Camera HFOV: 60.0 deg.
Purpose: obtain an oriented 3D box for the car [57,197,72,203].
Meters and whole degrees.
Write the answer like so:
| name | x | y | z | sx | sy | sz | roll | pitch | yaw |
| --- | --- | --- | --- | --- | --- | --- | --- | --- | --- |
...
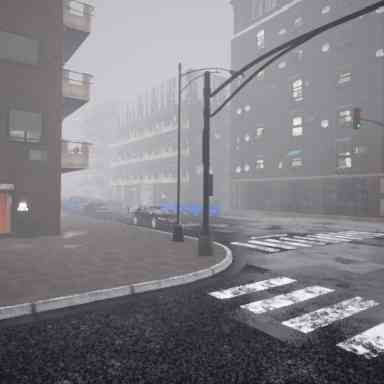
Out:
| name | x | y | z | sx | sy | sz | roll | pitch | yaw |
| --- | --- | --- | --- | --- | --- | --- | --- | --- | --- |
| car | -27.688 | 1.727 | 72.131 | 1.887 | 1.381 | 4.507 | 1 | -1 | -35 |

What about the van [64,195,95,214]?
| name | x | y | z | sx | sy | sz | roll | pitch | yaw |
| --- | --- | --- | --- | --- | --- | --- | --- | --- | --- |
| van | -11.931 | 1.361 | 35.426 | 1.690 | 1.788 | 3.998 | 1 | -1 | -35 |

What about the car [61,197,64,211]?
| name | x | y | z | sx | sy | sz | roll | pitch | yaw |
| --- | --- | --- | --- | --- | --- | --- | --- | --- | --- |
| car | -15.110 | 1.581 | 40.029 | 2.008 | 1.369 | 4.403 | 1 | -1 | -35 |

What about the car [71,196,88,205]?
| name | x | y | z | sx | sy | sz | roll | pitch | yaw |
| --- | --- | --- | --- | --- | --- | --- | --- | --- | --- |
| car | -21.332 | 1.606 | 62.923 | 1.967 | 1.590 | 4.097 | 1 | -1 | -35 |

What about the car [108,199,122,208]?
| name | x | y | z | sx | sy | sz | roll | pitch | yaw |
| --- | --- | --- | --- | --- | --- | --- | --- | --- | --- |
| car | -11.801 | 1.683 | 49.109 | 1.887 | 1.381 | 4.507 | 1 | -1 | -35 |

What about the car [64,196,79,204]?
| name | x | y | z | sx | sy | sz | roll | pitch | yaw |
| --- | --- | --- | --- | --- | --- | --- | --- | --- | --- |
| car | -24.509 | 1.614 | 67.527 | 1.967 | 1.590 | 4.097 | 1 | -1 | -35 |

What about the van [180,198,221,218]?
| name | x | y | z | sx | sy | sz | roll | pitch | yaw |
| --- | --- | --- | --- | --- | --- | --- | --- | --- | --- |
| van | 0.910 | 1.439 | 30.692 | 1.690 | 1.788 | 3.998 | 1 | -1 | -35 |

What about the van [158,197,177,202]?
| name | x | y | z | sx | sy | sz | roll | pitch | yaw |
| --- | --- | --- | --- | --- | --- | --- | --- | --- | --- |
| van | -2.268 | 1.450 | 35.297 | 1.690 | 1.788 | 3.998 | 1 | -1 | -35 |

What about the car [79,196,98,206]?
| name | x | y | z | sx | sy | sz | roll | pitch | yaw |
| --- | --- | --- | --- | --- | --- | --- | --- | --- | --- |
| car | -18.155 | 1.597 | 58.318 | 1.967 | 1.590 | 4.097 | 1 | -1 | -35 |

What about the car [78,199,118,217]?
| name | x | y | z | sx | sy | sz | roll | pitch | yaw |
| --- | --- | --- | --- | --- | --- | --- | --- | --- | --- |
| car | -8.755 | 1.592 | 30.820 | 1.802 | 1.307 | 4.206 | 1 | -1 | -35 |

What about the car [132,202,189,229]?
| name | x | y | z | sx | sy | sz | roll | pitch | yaw |
| --- | --- | --- | --- | --- | --- | --- | --- | --- | --- |
| car | -2.400 | 1.540 | 21.611 | 2.008 | 1.369 | 4.403 | 1 | -1 | -35 |

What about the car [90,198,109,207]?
| name | x | y | z | sx | sy | sz | roll | pitch | yaw |
| --- | --- | --- | --- | --- | --- | --- | --- | --- | --- |
| car | -14.979 | 1.730 | 53.713 | 1.802 | 1.307 | 4.206 | 1 | -1 | -35 |
